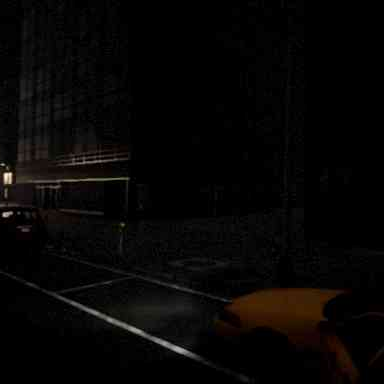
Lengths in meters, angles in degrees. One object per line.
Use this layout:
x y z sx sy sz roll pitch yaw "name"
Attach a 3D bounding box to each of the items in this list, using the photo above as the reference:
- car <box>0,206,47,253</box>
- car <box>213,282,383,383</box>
-7.810 1.468 13.615 5.009 1.841 2.192 0 -1 42 "car"
2.695 1.601 3.566 5.366 1.575 1.801 0 -2 42 "car"
